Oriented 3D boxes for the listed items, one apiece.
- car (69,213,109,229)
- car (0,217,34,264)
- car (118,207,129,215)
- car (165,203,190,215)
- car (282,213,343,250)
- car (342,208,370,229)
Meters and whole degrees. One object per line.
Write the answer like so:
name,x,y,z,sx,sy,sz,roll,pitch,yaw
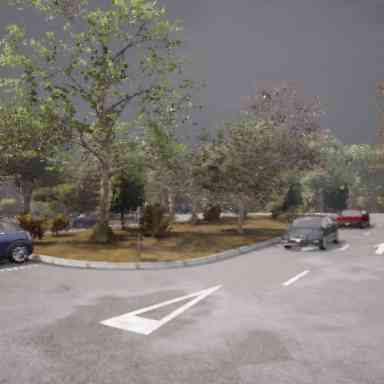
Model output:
car,-10.629,2.861,33.335,1.837,1.490,4.892,-4,-3,35
car,-8.133,1.756,11.658,2.185,1.767,4.553,-1,-2,35
car,-15.672,4.025,70.364,4.553,1.767,2.097,-3,-3,27
car,-3.034,3.202,61.978,5.566,2.045,2.150,-5,-4,37
car,6.027,1.958,16.775,1.837,1.490,4.892,-4,-3,34
car,12.927,2.103,26.686,1.882,1.535,5.008,-4,-2,35
